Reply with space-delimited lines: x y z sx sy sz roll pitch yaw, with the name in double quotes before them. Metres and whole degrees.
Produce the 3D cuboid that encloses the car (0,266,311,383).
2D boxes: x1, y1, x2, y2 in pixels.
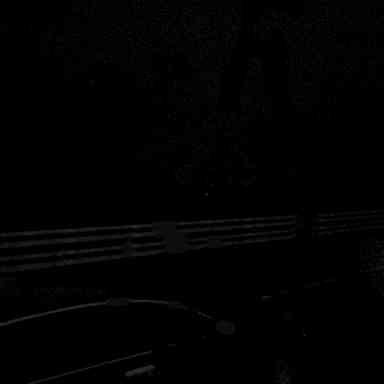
"car" -0.911 1.500 3.079 4.892 1.490 1.837 0 0 -35
